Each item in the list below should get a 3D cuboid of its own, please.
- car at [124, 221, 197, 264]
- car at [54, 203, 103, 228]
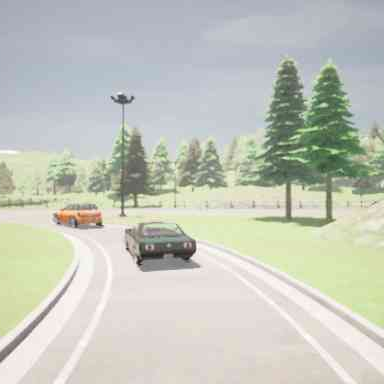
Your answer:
[{"bbox_3d":[-1.402,1.729,12.423,1.895,1.301,4.718,0,-1,-18],"label":"car"},{"bbox_3d":[-8.480,1.603,24.570,2.097,1.767,4.553,1,-1,-43],"label":"car"}]
